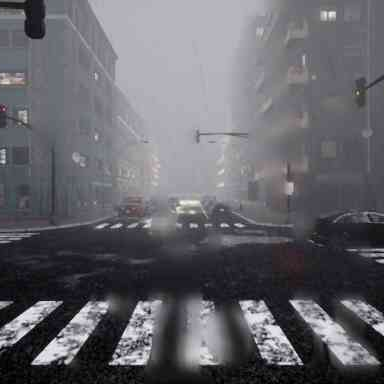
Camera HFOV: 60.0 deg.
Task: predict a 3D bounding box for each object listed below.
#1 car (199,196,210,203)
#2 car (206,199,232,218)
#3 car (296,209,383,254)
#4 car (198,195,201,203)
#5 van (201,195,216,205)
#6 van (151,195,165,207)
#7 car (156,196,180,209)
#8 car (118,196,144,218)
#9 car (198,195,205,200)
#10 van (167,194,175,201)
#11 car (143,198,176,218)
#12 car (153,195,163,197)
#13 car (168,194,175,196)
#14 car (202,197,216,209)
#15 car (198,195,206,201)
[{"bbox_3d":[2.541,1.525,69.043,2.008,1.369,4.403,0,0,0],"label":"car"},{"bbox_3d":[2.556,1.562,30.179,1.947,1.339,4.313,0,0,0],"label":"car"},{"bbox_3d":[6.437,1.391,12.428,4.902,1.511,2.128,-1,0,0],"label":"car"},{"bbox_3d":[2.545,1.421,57.938,1.967,1.590,4.097,0,0,0],"label":"car"},{"bbox_3d":[2.550,1.329,46.835,1.690,1.788,3.998,0,0,0],"label":"van"},{"bbox_3d":[-5.333,1.325,52.383,1.690,1.788,3.998,0,0,0],"label":"van"},{"bbox_3d":[-2.863,1.539,40.812,2.033,1.411,5.357,0,0,0],"label":"car"},{"bbox_3d":[-5.324,1.311,30.175,2.192,1.841,5.009,0,0,0],"label":"car"},{"bbox_3d":[2.532,1.498,91.251,1.887,1.381,4.507,0,0,0],"label":"car"},{"bbox_3d":[-5.345,1.300,85.695,1.690,1.788,3.998,0,0,0],"label":"van"},{"bbox_3d":[-2.861,1.543,30.496,2.033,1.411,5.357,0,0,0],"label":"car"},{"bbox_3d":[-5.331,1.532,46.831,1.887,1.381,4.507,0,0,0],"label":"car"},{"bbox_3d":[-2.857,1.511,51.256,1.812,1.442,4.674,0,0,0],"label":"car"},{"bbox_3d":[2.552,1.573,41.283,1.802,1.307,4.206,0,0,0],"label":"car"},{"bbox_3d":[2.534,1.504,85.699,1.887,1.381,4.507,0,0,0],"label":"car"}]
